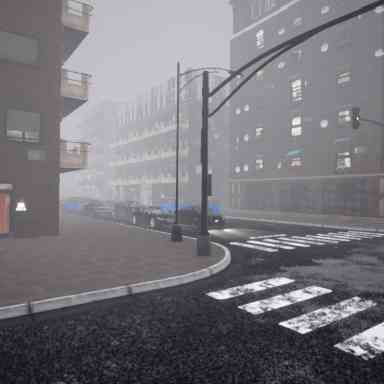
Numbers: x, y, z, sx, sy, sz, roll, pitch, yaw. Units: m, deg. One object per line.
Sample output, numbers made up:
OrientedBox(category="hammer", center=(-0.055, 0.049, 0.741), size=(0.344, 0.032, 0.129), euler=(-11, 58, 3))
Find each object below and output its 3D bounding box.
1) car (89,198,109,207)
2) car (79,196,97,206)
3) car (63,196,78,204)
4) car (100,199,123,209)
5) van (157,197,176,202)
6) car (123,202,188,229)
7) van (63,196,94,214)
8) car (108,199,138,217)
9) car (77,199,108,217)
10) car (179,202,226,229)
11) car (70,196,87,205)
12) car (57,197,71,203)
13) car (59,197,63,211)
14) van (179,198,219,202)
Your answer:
OrientedBox(category="car", center=(-15.088, 1.730, 53.664), size=(1.802, 1.307, 4.206), euler=(1, -1, -35))
OrientedBox(category="car", center=(-18.270, 1.597, 58.266), size=(1.967, 1.590, 4.097), euler=(1, -1, -35))
OrientedBox(category="car", center=(-24.636, 1.614, 67.467), size=(1.967, 1.590, 4.097), euler=(1, -1, -35))
OrientedBox(category="car", center=(-11.905, 1.683, 49.064), size=(1.887, 1.381, 4.507), euler=(1, -1, -35))
OrientedBox(category="van", center=(-2.354, 1.450, 35.265), size=(1.690, 1.788, 3.998), euler=(1, -1, -35))
OrientedBox(category="car", center=(-2.470, 1.540, 21.579), size=(2.008, 1.369, 4.403), euler=(1, -1, -35))
OrientedBox(category="van", center=(-12.017, 1.361, 35.381), size=(1.690, 1.788, 3.998), euler=(1, -1, -35))
OrientedBox(category="car", center=(-5.546, 1.528, 30.359), size=(2.128, 1.511, 4.902), euler=(1, -1, -35))
OrientedBox(category="car", center=(-8.836, 1.592, 30.779), size=(1.802, 1.307, 4.206), euler=(1, -1, -35))
OrientedBox(category="car", center=(0.358, 1.581, 21.823), size=(1.994, 1.385, 4.181), euler=(1, -1, -35))
OrientedBox(category="car", center=(-21.453, 1.606, 62.866), size=(1.967, 1.590, 4.097), euler=(1, -1, -35))
OrientedBox(category="car", center=(-27.821, 1.727, 72.067), size=(1.887, 1.381, 4.507), euler=(1, -1, -35))
OrientedBox(category="car", center=(-15.202, 1.581, 39.980), size=(2.008, 1.369, 4.403), euler=(1, -1, -35))
OrientedBox(category="van", center=(0.829, 1.439, 30.664), size=(1.690, 1.788, 3.998), euler=(1, -1, -35))
